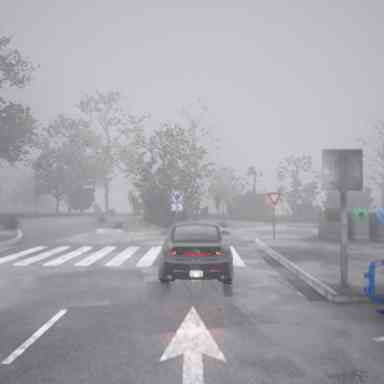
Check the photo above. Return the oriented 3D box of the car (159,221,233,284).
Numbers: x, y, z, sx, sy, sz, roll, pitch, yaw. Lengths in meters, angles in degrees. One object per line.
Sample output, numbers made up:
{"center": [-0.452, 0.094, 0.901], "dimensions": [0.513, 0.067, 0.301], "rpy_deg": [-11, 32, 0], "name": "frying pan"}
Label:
{"center": [0.099, 1.615, 9.922], "dimensions": [1.837, 1.490, 4.892], "rpy_deg": [0, 0, 0], "name": "car"}
